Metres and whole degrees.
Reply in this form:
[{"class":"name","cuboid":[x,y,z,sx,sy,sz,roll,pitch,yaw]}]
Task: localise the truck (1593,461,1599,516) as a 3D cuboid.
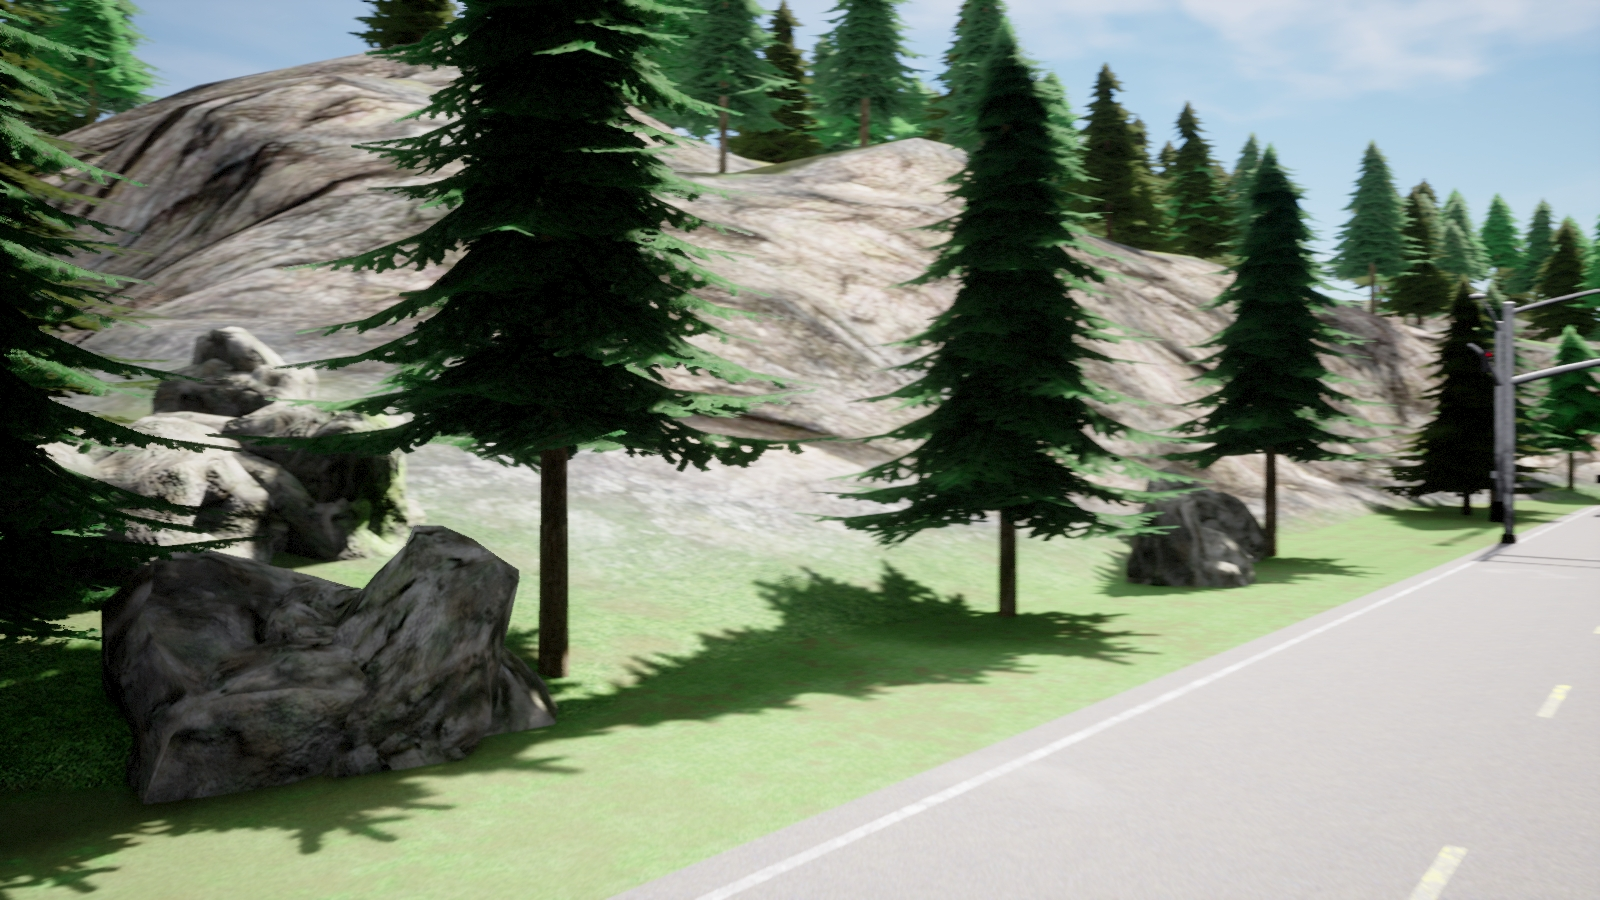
[{"class":"truck","cuboid":[38.838,1.759,53.282,2.627,2.467,5.204,0,0,40]}]
